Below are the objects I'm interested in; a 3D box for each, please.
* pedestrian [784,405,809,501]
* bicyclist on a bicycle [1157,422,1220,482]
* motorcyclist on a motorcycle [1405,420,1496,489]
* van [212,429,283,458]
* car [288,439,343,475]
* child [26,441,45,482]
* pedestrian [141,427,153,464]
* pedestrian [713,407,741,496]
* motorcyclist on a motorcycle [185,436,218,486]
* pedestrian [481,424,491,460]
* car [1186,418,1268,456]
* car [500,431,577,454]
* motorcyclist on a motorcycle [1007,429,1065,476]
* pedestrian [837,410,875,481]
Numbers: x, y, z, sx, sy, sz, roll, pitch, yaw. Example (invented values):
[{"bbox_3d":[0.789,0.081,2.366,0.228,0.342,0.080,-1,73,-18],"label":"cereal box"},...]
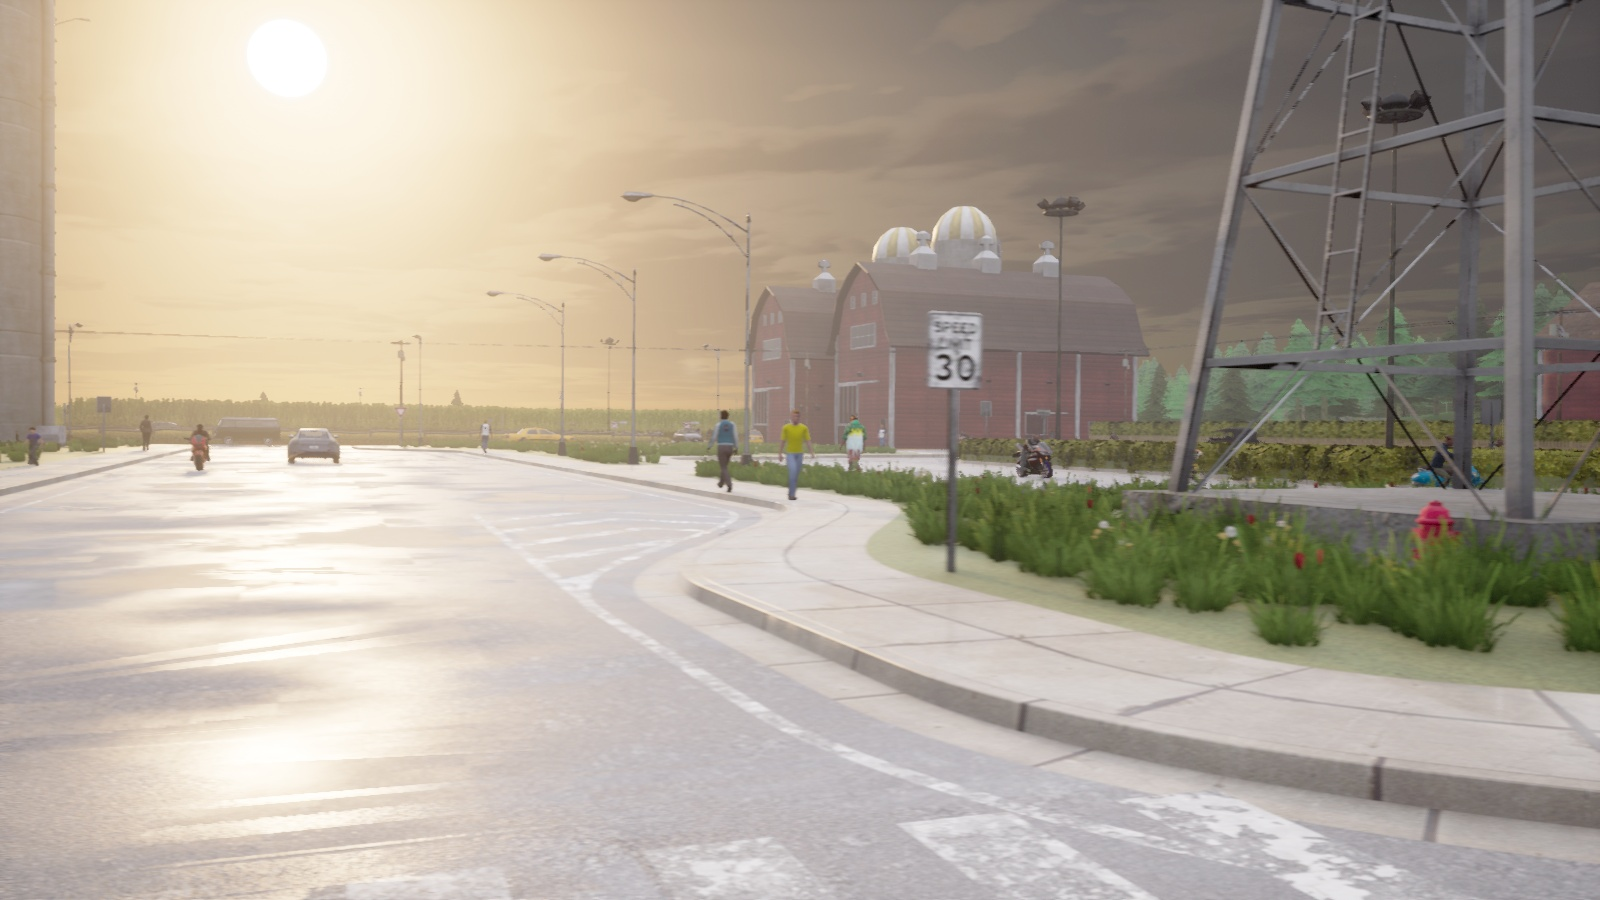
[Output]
[{"bbox_3d":[-0.075,0.056,24.481,0.354,1.836,0.706,-1,1,-10],"label":"pedestrian"},{"bbox_3d":[10.822,0.049,35.000,0.866,1.612,1.509,-1,1,-25],"label":"bicyclist on a bicycle"},{"bbox_3d":[15.472,0.099,29.879,1.817,1.590,0.866,0,1,34],"label":"motorcyclist on a motorcycle"},{"bbox_3d":[-39.068,-0.474,88.912,4.442,1.987,1.775,-1,1,-21],"label":"van"},{"bbox_3d":[-19.769,0.243,51.154,1.994,1.385,4.181,-1,1,-22],"label":"car"},{"bbox_3d":[-23.768,0.354,39.060,0.270,1.263,0.437,-1,1,5],"label":"child"},{"bbox_3d":[-32.179,-0.206,61.888,0.328,1.805,0.869,-1,1,-18],"label":"pedestrian"},{"bbox_3d":[-1.600,0.024,27.499,0.396,1.930,0.692,-1,1,-22],"label":"pedestrian"},{"bbox_3d":[-19.157,0.333,40.204,0.797,1.523,2.044,-1,1,-22],"label":"motorcyclist on a motorcycle"},{"bbox_3d":[-16.082,-0.418,64.292,0.354,1.836,0.706,-1,1,-23],"label":"pedestrian"},{"bbox_3d":[21.747,-0.682,64.121,1.905,1.878,3.866,-1,1,-21],"label":"car"},{"bbox_3d":[-19.308,-0.563,92.750,5.366,1.575,1.801,-1,1,-21],"label":"car"},{"bbox_3d":[7.912,0.061,42.260,0.866,1.530,2.191,-1,1,-21],"label":"motorcyclist on a motorcycle"},{"bbox_3d":[1.565,-0.133,35.041,0.659,1.952,0.873,-1,1,-32],"label":"pedestrian"}]
